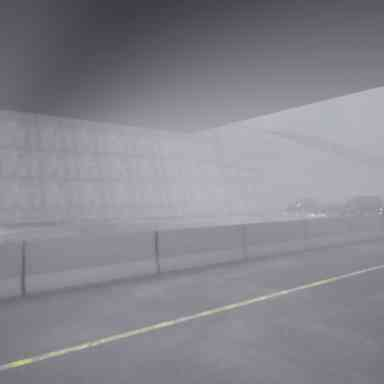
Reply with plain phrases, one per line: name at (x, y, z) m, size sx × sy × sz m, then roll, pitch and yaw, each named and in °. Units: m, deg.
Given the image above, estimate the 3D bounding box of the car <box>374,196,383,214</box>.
car at (19.231, 1.526, 30.673) m, size 4.553 × 1.767 × 2.097 m, roll 0°, pitch 0°, yaw -36°

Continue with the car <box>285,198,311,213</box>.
car at (13.093, 1.505, 39.192) m, size 4.553 × 1.767 × 2.097 m, roll 0°, pitch 0°, yaw -36°

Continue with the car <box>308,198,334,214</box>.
car at (15.114, 1.711, 36.334) m, size 4.181 × 1.385 × 1.994 m, roll 0°, pitch 0°, yaw -36°

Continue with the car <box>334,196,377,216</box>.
car at (17.137, 1.429, 33.478) m, size 5.566 × 2.045 × 2.150 m, roll 0°, pitch 0°, yaw -36°
